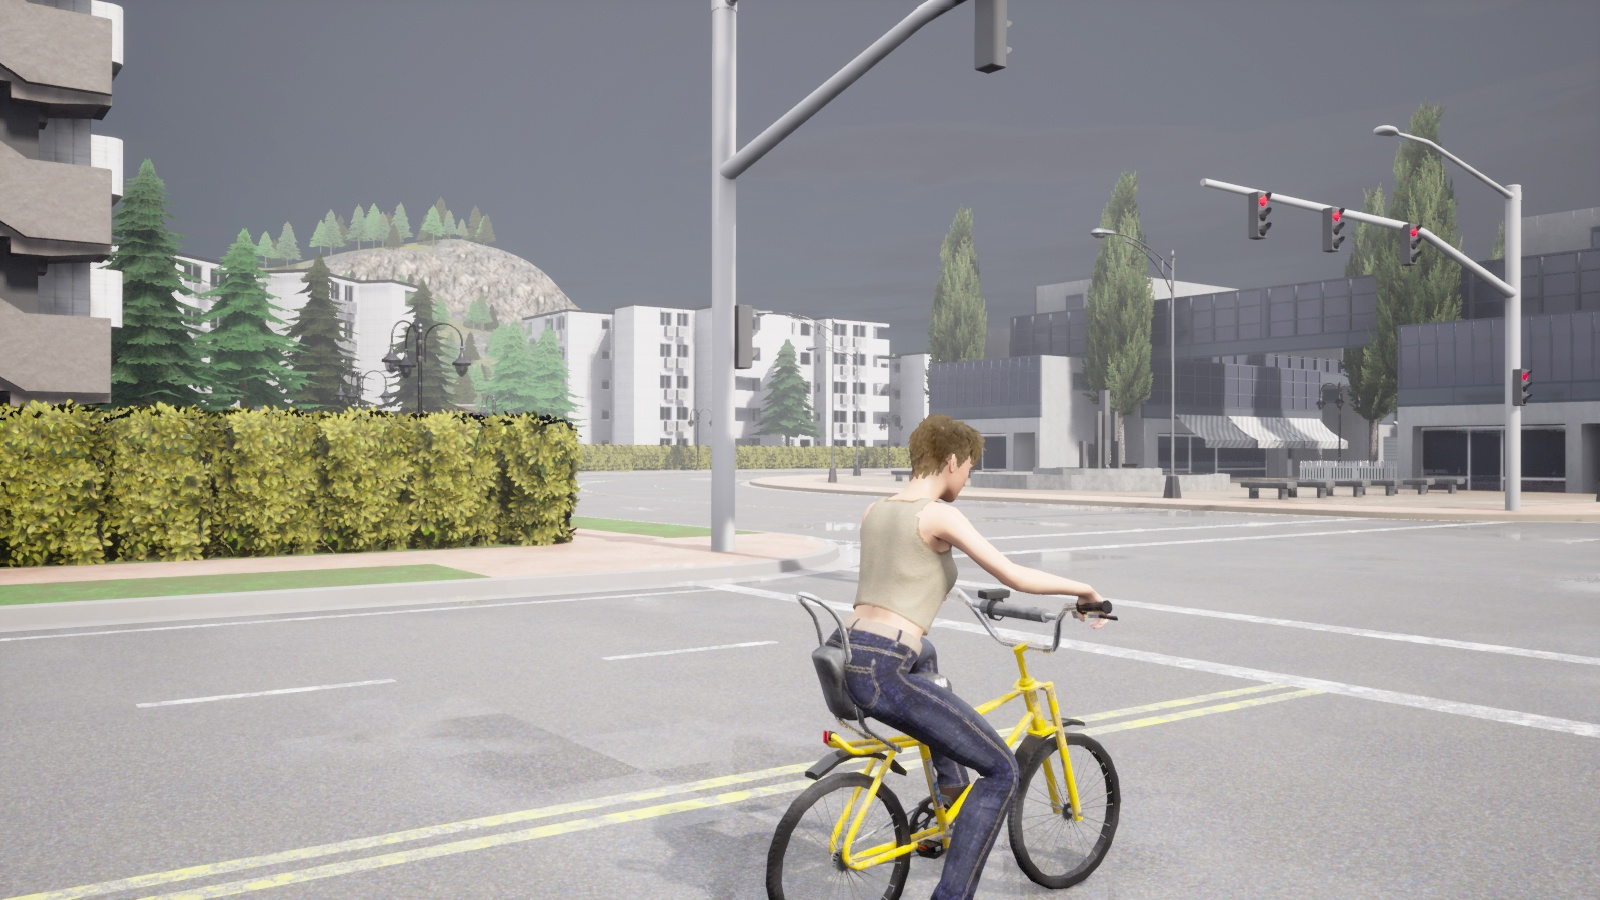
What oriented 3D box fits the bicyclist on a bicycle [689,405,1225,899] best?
[{"bbox_3d":[0.520,0.690,4.026,1.509,1.612,0.866,0,0,-35],"label":"bicyclist on a bicycle"}]
